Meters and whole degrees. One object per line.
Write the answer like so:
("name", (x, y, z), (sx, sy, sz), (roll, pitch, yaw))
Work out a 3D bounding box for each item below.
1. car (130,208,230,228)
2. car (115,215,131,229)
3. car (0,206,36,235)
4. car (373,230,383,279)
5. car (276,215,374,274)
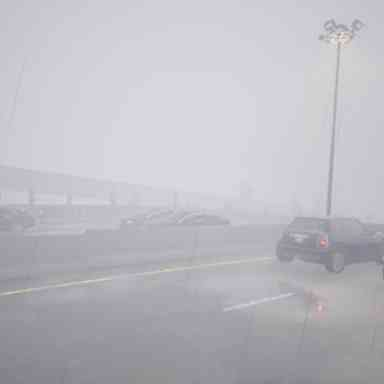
("car", (-0.234, 1.698, 16.722), (4.902, 1.511, 2.128), (3, -2, -35))
("car", (-2.091, 1.707, 19.697), (4.902, 1.511, 2.128), (3, -2, -35))
("car", (-10.987, 1.510, 17.651), (4.892, 1.490, 1.837), (0, 0, -36))
("car", (7.071, 1.615, 8.791), (4.553, 1.767, 2.097), (3, -2, -35))
("car", (5.089, 1.618, 11.676), (4.553, 1.767, 2.097), (3, -2, -35))
